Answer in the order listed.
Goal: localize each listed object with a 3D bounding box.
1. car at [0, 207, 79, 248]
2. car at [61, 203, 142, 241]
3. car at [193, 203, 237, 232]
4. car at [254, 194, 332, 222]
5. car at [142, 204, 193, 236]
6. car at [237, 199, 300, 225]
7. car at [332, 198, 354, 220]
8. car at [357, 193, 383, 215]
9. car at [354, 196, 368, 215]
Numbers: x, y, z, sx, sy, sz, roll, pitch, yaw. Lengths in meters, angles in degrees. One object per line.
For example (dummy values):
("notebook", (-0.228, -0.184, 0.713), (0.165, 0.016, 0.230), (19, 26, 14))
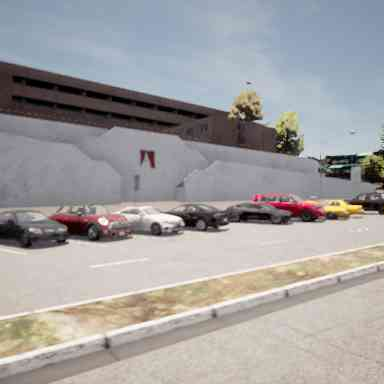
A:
("car", (-7.483, 1.533, 14.903), (4.674, 1.452, 2.002), (-1, -1, 35))
("car", (-5.065, 1.357, 16.660), (4.553, 1.767, 2.185), (-1, -1, 35))
("car", (-0.146, 1.459, 20.115), (5.008, 1.535, 2.097), (-1, 0, 35))
("car", (7.209, 1.162, 25.334), (5.566, 2.045, 2.435), (-1, -1, 35))
("car", (-2.595, 1.512, 18.382), (4.674, 1.452, 2.002), (-1, -1, 35))
("car", (4.767, 1.456, 23.589), (4.792, 1.488, 2.163), (-1, -1, 35))
("car", (9.785, 1.394, 26.980), (5.366, 1.575, 1.946), (-1, -1, 35))
("car", (16.932, 1.127, 32.316), (5.566, 2.045, 2.435), (-1, 0, 35))
("car", (11.919, 1.391, 28.925), (5.366, 1.575, 1.946), (-1, 0, 35))
